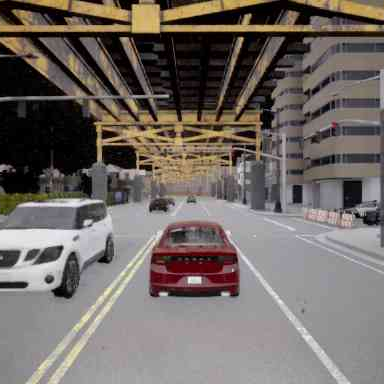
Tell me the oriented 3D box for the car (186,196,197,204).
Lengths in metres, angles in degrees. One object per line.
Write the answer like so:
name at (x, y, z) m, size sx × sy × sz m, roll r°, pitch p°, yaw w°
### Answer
car at (-0.129, 1.466, 63.273) m, size 2.033 × 1.411 × 5.357 m, roll 0°, pitch 0°, yaw 0°

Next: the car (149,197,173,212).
car at (-3.658, 1.437, 37.817) m, size 1.882 × 1.535 × 5.008 m, roll 0°, pitch 0°, yaw 1°

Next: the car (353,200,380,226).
car at (13.218, 1.397, 21.292) m, size 4.974 × 1.542 × 2.038 m, roll 0°, pitch 0°, yaw -20°

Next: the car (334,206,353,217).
car at (13.583, 1.233, 25.430) m, size 4.536 × 1.218 × 1.853 m, roll 0°, pitch 0°, yaw 25°

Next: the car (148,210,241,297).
car at (0.055, 1.468, 8.598) m, size 1.882 × 1.535 × 5.008 m, roll 0°, pitch 0°, yaw 0°

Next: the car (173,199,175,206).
car at (-3.686, 1.504, 51.917) m, size 1.994 × 1.385 × 4.181 m, roll 0°, pitch 0°, yaw 0°

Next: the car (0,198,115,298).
car at (-3.620, 1.219, 8.868) m, size 2.150 × 2.045 × 5.566 m, roll 0°, pitch 0°, yaw 0°
